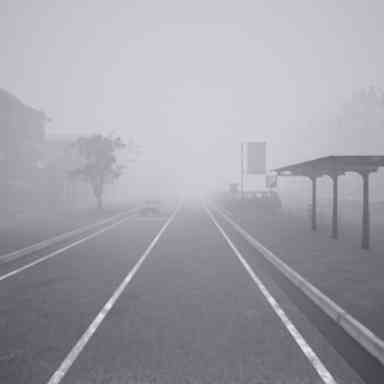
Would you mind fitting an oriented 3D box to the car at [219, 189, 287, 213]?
[{"bbox_3d":[5.707,0.950,31.708,5.566,2.045,2.435,0,1,0],"label":"car"}]

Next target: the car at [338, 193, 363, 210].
[{"bbox_3d":[18.815,1.160,35.374,5.008,1.535,2.097,0,1,0],"label":"car"}]

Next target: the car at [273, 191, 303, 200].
[{"bbox_3d":[18.954,0.704,65.910,5.366,1.575,1.946,0,1,0],"label":"car"}]

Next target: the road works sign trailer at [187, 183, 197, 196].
[{"bbox_3d":[-0.002,-0.682,85.055,2.380,3.560,2.880,0,1,1],"label":"road works sign trailer"}]

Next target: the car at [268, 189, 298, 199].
[{"bbox_3d":[18.793,0.401,68.681,5.566,2.045,2.435,0,1,0],"label":"car"}]

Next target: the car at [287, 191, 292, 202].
[{"bbox_3d":[18.812,0.939,54.809,4.792,1.488,2.163,0,1,0],"label":"car"}]

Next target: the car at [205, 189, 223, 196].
[{"bbox_3d":[5.631,0.210,84.973,4.553,1.767,2.185,0,1,0],"label":"car"}]

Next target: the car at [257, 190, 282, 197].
[{"bbox_3d":[18.564,0.435,79.786,5.366,1.575,1.946,0,1,0],"label":"car"}]

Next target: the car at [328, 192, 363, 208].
[{"bbox_3d":[18.811,1.128,38.150,5.008,1.535,2.097,0,1,0],"label":"car"}]

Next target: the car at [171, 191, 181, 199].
[{"bbox_3d":[-3.251,0.634,69.231,1.837,1.490,4.892,0,1,0],"label":"car"}]

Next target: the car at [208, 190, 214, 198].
[{"bbox_3d":[5.707,0.874,56.945,4.892,1.521,2.231,0,1,0],"label":"car"}]

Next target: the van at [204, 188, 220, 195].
[{"bbox_3d":[5.534,-0.053,93.379,4.442,1.987,1.878,0,1,0],"label":"van"}]

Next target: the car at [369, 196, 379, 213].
[{"bbox_3d":[18.847,1.254,29.824,4.792,1.488,2.163,0,1,0],"label":"car"}]

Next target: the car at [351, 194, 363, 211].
[{"bbox_3d":[18.820,1.193,32.598,4.892,1.521,2.231,0,1,0],"label":"car"}]

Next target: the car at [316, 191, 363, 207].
[{"bbox_3d":[18.774,0.845,40.923,5.566,2.045,2.435,0,1,0],"label":"car"}]

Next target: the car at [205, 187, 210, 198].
[{"bbox_3d":[5.665,0.519,62.548,5.566,2.045,2.435,0,1,0],"label":"car"}]

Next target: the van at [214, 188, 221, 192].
[{"bbox_3d":[5.599,0.813,45.728,4.442,1.987,1.878,0,1,0],"label":"van"}]

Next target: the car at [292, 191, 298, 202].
[{"bbox_3d":[18.758,0.985,52.026,4.792,1.488,2.163,0,1,0],"label":"car"}]

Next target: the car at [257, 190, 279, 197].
[{"bbox_3d":[18.751,0.385,82.562,4.892,1.521,2.231,0,1,0],"label":"car"}]

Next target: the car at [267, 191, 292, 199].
[{"bbox_3d":[18.732,0.628,71.461,4.792,1.488,2.163,0,1,0],"label":"car"}]

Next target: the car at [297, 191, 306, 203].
[{"bbox_3d":[18.975,0.990,49.254,5.366,1.575,1.946,0,1,0],"label":"car"}]

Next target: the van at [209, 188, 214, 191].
[{"bbox_3d":[5.814,0.599,59.748,4.442,1.987,1.878,0,1,0],"label":"van"}]

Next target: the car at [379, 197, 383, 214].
[{"bbox_3d":[18.636,1.253,27.048,5.366,1.575,1.946,0,1,0],"label":"car"}]

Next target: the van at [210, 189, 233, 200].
[{"bbox_3d":[5.806,0.491,65.352,4.442,1.987,1.878,0,1,0],"label":"van"}]

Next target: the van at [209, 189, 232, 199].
[{"bbox_3d":[5.802,0.436,68.155,4.442,1.987,1.878,0,1,0],"label":"van"}]

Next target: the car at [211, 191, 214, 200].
[{"bbox_3d":[5.738,0.994,51.335,4.792,1.488,2.163,0,1,0],"label":"car"}]

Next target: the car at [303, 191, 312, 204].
[{"bbox_3d":[18.789,1.029,46.477,5.008,1.535,2.097,0,1,0],"label":"car"}]

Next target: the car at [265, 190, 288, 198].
[{"bbox_3d":[18.788,0.420,74.235,4.553,1.767,2.185,0,1,0],"label":"car"}]

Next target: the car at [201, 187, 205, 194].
[{"bbox_3d":[5.641,0.193,79.365,5.566,2.045,2.435,0,1,0],"label":"car"}]

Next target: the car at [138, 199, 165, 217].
[{"bbox_3d":[-3.347,1.297,28.817,2.033,1.411,5.357,0,1,0],"label":"car"}]

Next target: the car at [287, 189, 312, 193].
[{"bbox_3d":[18.751,0.611,57.579,5.566,2.045,2.435,0,1,0],"label":"car"}]

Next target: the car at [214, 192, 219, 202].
[{"bbox_3d":[5.715,1.072,42.923,5.008,1.535,2.097,0,1,0],"label":"car"}]

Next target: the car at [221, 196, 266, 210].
[{"bbox_3d":[5.730,1.177,37.318,4.674,1.452,2.002,0,1,0],"label":"car"}]

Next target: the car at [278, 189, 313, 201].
[{"bbox_3d":[18.804,0.563,60.355,5.566,2.045,2.435,0,1,0],"label":"car"}]

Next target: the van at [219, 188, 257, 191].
[{"bbox_3d":[5.841,0.879,40.118,4.442,1.987,1.878,0,1,0],"label":"van"}]

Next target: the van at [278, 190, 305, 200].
[{"bbox_3d":[18.889,0.535,63.132,4.442,1.987,1.878,0,1,0],"label":"van"}]

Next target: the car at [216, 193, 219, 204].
[{"bbox_3d":[5.546,1.166,34.514,5.366,1.575,1.946,0,1,0],"label":"car"}]
